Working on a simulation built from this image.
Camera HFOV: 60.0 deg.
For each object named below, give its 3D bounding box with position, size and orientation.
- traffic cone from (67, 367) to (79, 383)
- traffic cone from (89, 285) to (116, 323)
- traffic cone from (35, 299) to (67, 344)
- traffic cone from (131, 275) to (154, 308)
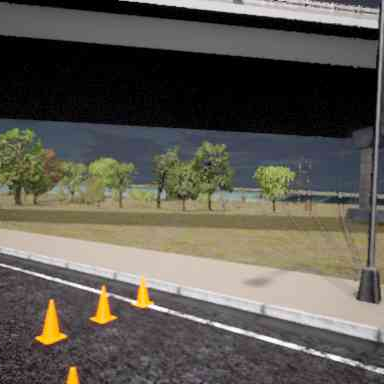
[{"bbox_3d":[-1.137,1.964,3.163,0.340,0.580,0.340,0,0,36],"label":"traffic cone"},{"bbox_3d":[-1.589,1.973,5.954,0.340,0.580,0.340,0,0,36],"label":"traffic cone"},{"bbox_3d":[-2.173,1.962,5.143,0.340,0.580,0.340,0,0,36],"label":"traffic cone"},{"bbox_3d":[-1.004,1.985,6.764,0.340,0.580,0.340,0,0,36],"label":"traffic cone"}]
